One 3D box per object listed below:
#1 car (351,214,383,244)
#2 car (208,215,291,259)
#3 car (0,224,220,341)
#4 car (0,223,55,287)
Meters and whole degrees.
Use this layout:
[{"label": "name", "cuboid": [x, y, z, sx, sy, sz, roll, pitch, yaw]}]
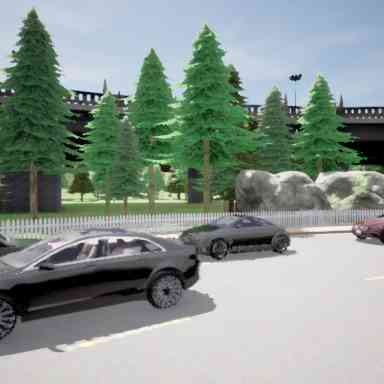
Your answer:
[{"label": "car", "cuboid": [9.748, 1.526, 15.294, 4.674, 1.442, 1.812, 0, 0, -10]}, {"label": "car", "cuboid": [1.611, 1.564, 12.445, 4.181, 1.385, 1.994, 0, 0, -25]}, {"label": "car", "cuboid": [-2.136, 1.492, 6.390, 4.902, 1.511, 2.128, 0, 0, -31]}, {"label": "car", "cuboid": [-6.020, 1.601, 8.095, 4.718, 1.301, 1.895, 0, 0, -32]}]
